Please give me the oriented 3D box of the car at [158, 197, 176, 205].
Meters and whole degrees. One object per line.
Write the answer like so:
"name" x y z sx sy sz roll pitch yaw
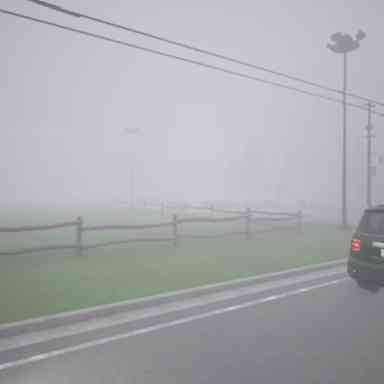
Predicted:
"car" -5.489 1.914 72.019 1.812 1.442 4.674 1 0 -35

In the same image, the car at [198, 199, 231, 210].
"car" 2.793 1.811 48.064 2.128 1.511 4.902 1 0 -35

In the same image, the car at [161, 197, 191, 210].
"car" -2.139 1.757 49.016 1.882 1.535 5.008 1 -1 -35

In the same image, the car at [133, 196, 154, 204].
"car" -10.239 1.666 66.765 2.097 1.767 4.553 1 0 -35

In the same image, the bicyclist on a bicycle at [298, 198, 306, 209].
"bicyclist on a bicycle" 17.394 1.786 52.681 0.582 1.620 1.656 0 0 42

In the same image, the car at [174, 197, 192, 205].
"car" -2.017 1.953 73.149 1.812 1.442 4.674 1 0 -35

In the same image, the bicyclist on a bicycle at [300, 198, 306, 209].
"bicyclist on a bicycle" 17.539 1.784 52.135 1.656 1.620 0.582 1 0 -45

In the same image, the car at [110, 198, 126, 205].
"car" -15.010 1.820 67.483 2.033 1.411 5.357 1 0 -35

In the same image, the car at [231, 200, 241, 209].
"car" 4.765 1.863 51.354 1.837 1.490 4.892 1 -1 -35

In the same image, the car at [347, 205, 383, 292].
"car" 6.000 1.325 7.991 5.566 2.045 2.150 1 0 -35

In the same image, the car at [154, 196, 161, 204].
"car" -7.932 1.705 69.477 2.097 1.767 4.553 1 0 -35

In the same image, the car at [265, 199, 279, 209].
"car" 11.787 1.941 53.521 1.837 1.490 4.892 1 0 -35

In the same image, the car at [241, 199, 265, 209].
"car" 8.432 1.889 52.212 2.128 1.511 4.902 1 0 -35
